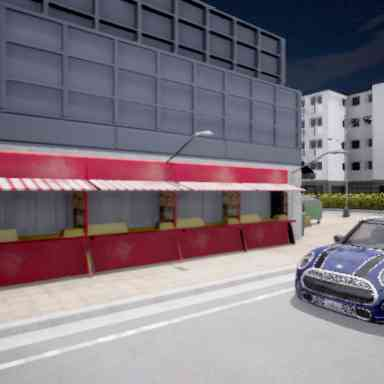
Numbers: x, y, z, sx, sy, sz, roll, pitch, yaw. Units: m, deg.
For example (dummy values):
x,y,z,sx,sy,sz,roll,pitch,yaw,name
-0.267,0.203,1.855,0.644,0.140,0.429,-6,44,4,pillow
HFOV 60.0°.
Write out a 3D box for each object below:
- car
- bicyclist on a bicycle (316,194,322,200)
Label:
x,y,z,sx,sy,sz,roll,pitch,yaw,name
4.243,1.346,7.000,4.553,1.767,2.097,0,0,-35,car
14.504,1.097,38.233,1.656,1.620,0.582,0,0,-36,bicyclist on a bicycle
